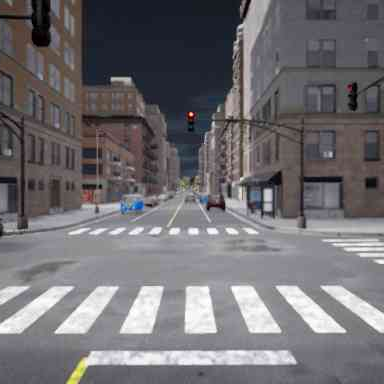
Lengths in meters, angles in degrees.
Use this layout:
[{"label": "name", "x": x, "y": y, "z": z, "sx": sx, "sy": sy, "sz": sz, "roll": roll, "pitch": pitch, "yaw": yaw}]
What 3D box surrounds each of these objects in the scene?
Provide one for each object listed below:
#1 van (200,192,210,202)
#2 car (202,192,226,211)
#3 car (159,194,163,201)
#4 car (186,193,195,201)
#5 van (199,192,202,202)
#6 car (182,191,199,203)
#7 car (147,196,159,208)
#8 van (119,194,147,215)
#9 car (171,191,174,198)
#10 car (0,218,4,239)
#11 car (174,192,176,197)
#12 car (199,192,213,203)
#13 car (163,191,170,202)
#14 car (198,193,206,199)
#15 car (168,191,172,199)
[{"label": "van", "x": 2.385, "y": 0.879, "z": 63.317, "sx": 1.690, "sy": 1.788, "sz": 3.998, "roll": 0, "pitch": 0, "yaw": 0}, {"label": "car", "x": 2.537, "y": 1.051, "z": 36.286, "sx": 2.192, "sy": 1.841, "sz": 5.009, "roll": 0, "pitch": 0, "yaw": 0}, {"label": "car", "x": -5.622, "y": 1.201, "z": 47.060, "sx": 1.887, "sy": 1.381, "sz": 4.507, "roll": 0, "pitch": 0, "yaw": 0}, {"label": "car", "x": -0.308, "y": 0.995, "z": 66.076, "sx": 1.882, "sy": 1.535, "sz": 5.008, "roll": 0, "pitch": 0, "yaw": 0}, {"label": "van", "x": 2.446, "y": 0.958, "z": 52.504, "sx": 1.690, "sy": 1.788, "sz": 3.998, "roll": 0, "pitch": 0, "yaw": 0}, {"label": "car", "x": -0.209, "y": 1.083, "z": 55.984, "sx": 2.128, "sy": 1.511, "sz": 4.902, "roll": 0, "pitch": 0, "yaw": 0}, {"label": "car", "x": -5.598, "y": 1.261, "z": 41.654, "sx": 1.947, "sy": 1.339, "sz": 4.313, "roll": 0, "pitch": 0, "yaw": 0}, {"label": "van", "x": -5.549, "y": 1.115, "z": 30.840, "sx": 1.690, "sy": 1.788, "sz": 3.998, "roll": 0, "pitch": 0, "yaw": 0}, {"label": "car", "x": -5.743, "y": 1.023, "z": 74.090, "sx": 1.947, "sy": 1.339, "sz": 4.313, "roll": 0, "pitch": 0, "yaw": 0}, {"label": "car", "x": -10.144, "y": 1.413, "z": 13.272, "sx": 5.008, "sy": 1.535, "sz": 1.882, "roll": 0, "pitch": 0, "yaw": 8}, {"label": "car", "x": -5.767, "y": 0.732, "z": 79.494, "sx": 2.192, "sy": 1.841, "sz": 5.009, "roll": 0, "pitch": 0, "yaw": 0}, {"label": "car", "x": 2.415, "y": 0.892, "z": 57.910, "sx": 2.192, "sy": 1.841, "sz": 5.009, "roll": 0, "pitch": 0, "yaw": 0}, {"label": "car", "x": -5.694, "y": 1.063, "z": 63.109, "sx": 1.752, "sy": 1.417, "sz": 4.829, "roll": 0, "pitch": 0, "yaw": 0}, {"label": "car", "x": 2.292, "y": 0.942, "z": 79.706, "sx": 1.752, "sy": 1.417, "sz": 4.829, "roll": 0, "pitch": 0, "yaw": 0}, {"label": "car", "x": -5.719, "y": 1.048, "z": 68.684, "sx": 2.008, "sy": 1.369, "sz": 4.403, "roll": 0, "pitch": 0, "yaw": 0}]
